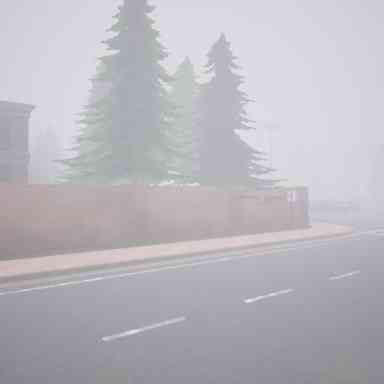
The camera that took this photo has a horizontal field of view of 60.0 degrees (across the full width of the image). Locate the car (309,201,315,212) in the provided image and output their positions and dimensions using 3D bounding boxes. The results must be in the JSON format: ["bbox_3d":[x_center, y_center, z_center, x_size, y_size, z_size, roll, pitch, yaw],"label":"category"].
[{"bbox_3d":[10.563,1.504,36.543,1.837,1.490,4.892,0,0,-35],"label":"car"}]

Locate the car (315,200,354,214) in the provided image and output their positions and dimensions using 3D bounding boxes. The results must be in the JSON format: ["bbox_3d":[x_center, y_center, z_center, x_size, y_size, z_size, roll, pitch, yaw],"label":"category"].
[{"bbox_3d":[14.824,1.547,36.581,2.033,1.411,5.357,0,0,-35],"label":"car"}]
